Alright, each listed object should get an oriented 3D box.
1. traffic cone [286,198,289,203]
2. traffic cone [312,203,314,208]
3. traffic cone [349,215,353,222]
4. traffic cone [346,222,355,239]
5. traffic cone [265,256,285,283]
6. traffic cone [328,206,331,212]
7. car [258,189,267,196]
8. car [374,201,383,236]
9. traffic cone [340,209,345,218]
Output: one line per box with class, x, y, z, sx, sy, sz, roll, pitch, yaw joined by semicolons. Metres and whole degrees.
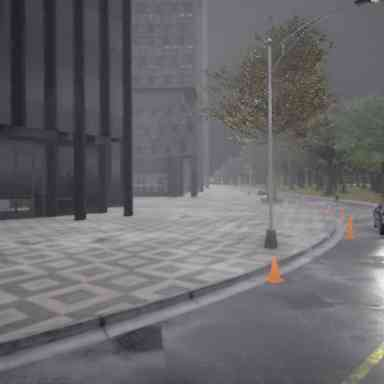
traffic cone;12.155;1.059;42.381;0.340;0.580;0.340;0;1;2
traffic cone;11.790;1.286;32.389;0.340;0.580;0.340;0;1;2
traffic cone;8.966;1.607;18.726;0.340;0.580;0.340;0;1;23
traffic cone;6.915;1.721;14.547;0.340;0.580;0.340;0;1;30
traffic cone;2.042;1.888;8.210;0.340;0.580;0.340;-1;1;-29
traffic cone;11.418;1.391;27.689;0.340;0.580;0.340;0;1;8
car;14.493;0.014;66.057;1.994;1.385;4.181;-1;2;-5
car;9.853;1.184;15.868;2.128;1.511;4.902;0;1;25
traffic cone;10.476;1.497;23.129;0.340;0.580;0.340;0;1;15
